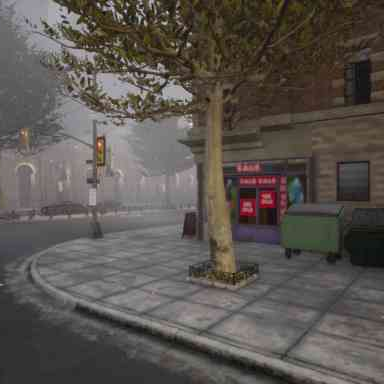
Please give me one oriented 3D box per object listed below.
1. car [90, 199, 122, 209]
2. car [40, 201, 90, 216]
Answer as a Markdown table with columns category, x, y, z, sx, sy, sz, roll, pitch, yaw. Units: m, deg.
| category | x | y | z | sx | sy | sz | roll | pitch | yaw |
| --- | --- | --- | --- | --- | --- | --- | --- | --- | --- |
| car | -11.936 | 1.595 | 45.164 | 1.895 | 1.301 | 4.718 | 0 | 0 | 36 |
| car | -12.697 | 1.564 | 32.877 | 1.994 | 1.385 | 4.181 | 0 | 0 | 36 |
